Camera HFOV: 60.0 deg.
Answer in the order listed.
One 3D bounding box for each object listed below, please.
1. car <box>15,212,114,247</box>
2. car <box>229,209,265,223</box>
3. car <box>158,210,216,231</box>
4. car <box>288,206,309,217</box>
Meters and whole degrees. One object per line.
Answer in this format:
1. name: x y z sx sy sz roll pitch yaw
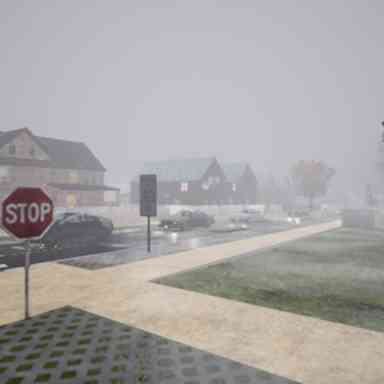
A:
1. car: -6.152 1.766 16.630 2.128 1.511 4.902 0 -2 35
2. car: 5.534 2.373 33.103 1.895 1.301 4.718 0 -2 35
3. car: -0.228 2.070 24.993 2.033 1.411 5.357 0 -2 35
4. car: 14.796 2.694 46.018 2.128 1.511 4.902 0 -2 35
